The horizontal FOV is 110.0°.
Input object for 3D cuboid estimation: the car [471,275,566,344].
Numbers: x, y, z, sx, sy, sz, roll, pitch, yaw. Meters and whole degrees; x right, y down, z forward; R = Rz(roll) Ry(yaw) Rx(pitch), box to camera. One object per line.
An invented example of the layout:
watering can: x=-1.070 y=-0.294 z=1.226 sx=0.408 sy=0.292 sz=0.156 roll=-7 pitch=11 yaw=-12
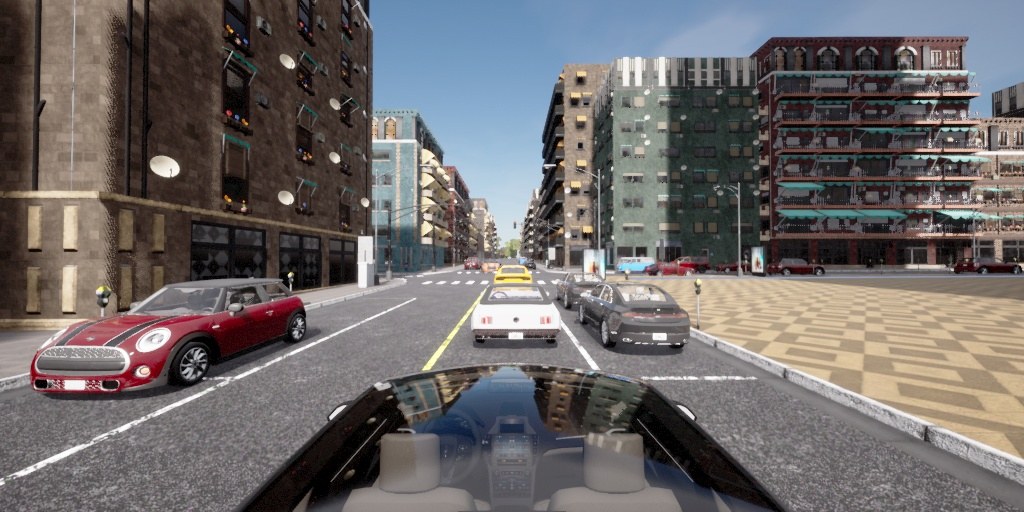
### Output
car: x=0.082 y=1.353 z=9.603 sx=1.895 sy=1.301 sz=4.718 roll=0 pitch=0 yaw=0

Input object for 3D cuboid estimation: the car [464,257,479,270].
car: x=-5.800 y=1.083 z=52.804 sx=2.192 sy=1.841 sz=5.009 roll=0 pitch=0 yaw=0

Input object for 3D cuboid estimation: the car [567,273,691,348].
car: x=2.805 y=1.303 z=9.020 sx=2.007 sy=1.370 sz=4.403 roll=0 pitch=0 yaw=0

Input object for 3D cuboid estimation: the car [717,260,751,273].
car: x=24.743 y=1.165 z=39.565 sx=4.507 sy=1.381 sz=1.888 roll=0 pitch=0 yaw=0

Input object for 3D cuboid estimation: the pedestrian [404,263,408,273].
pedestrian: x=-12.618 y=1.097 z=42.714 sx=0.375 sy=1.860 sz=0.375 roll=0 pitch=0 yaw=0

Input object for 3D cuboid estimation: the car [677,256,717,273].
car: x=19.215 y=0.977 z=39.593 sx=5.009 sy=1.841 sz=2.192 roll=0 pitch=0 yaw=0

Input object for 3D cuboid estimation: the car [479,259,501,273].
car: x=-2.664 y=1.143 z=44.482 sx=2.097 sy=1.767 sz=4.553 roll=0 pitch=1 yaw=-7

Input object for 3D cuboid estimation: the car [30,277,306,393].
car: x=-5.830 y=1.191 z=6.765 sx=1.967 sy=1.591 sz=4.097 roll=0 pitch=0 yaw=0

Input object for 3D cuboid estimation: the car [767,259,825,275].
car: x=24.699 y=0.935 z=31.185 sx=4.097 sy=1.591 sz=1.967 roll=0 pitch=0 yaw=0

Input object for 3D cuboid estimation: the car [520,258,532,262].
car: x=2.580 y=1.334 z=52.782 sx=1.948 sy=1.339 sz=4.313 roll=0 pitch=0 yaw=0

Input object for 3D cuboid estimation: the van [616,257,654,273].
van: x=13.688 y=1.046 z=39.620 sx=3.998 sy=1.789 sz=1.690 roll=0 pitch=0 yaw=0

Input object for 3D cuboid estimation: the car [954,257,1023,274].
car: x=41.281 y=0.811 z=31.102 sx=4.097 sy=1.591 sz=1.967 roll=0 pitch=0 yaw=0

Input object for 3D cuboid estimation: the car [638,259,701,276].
car: x=13.644 y=1.163 z=31.240 sx=4.207 sy=1.307 sz=1.802 roll=0 pitch=0 yaw=0

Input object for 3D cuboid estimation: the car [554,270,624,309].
car: x=2.793 y=1.304 z=14.590 sx=2.007 sy=1.370 sz=4.403 roll=0 pitch=0 yaw=0

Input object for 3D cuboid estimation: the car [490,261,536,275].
car: x=0.055 y=1.233 z=19.056 sx=1.882 sy=1.535 sz=5.008 roll=0 pitch=0 yaw=0
